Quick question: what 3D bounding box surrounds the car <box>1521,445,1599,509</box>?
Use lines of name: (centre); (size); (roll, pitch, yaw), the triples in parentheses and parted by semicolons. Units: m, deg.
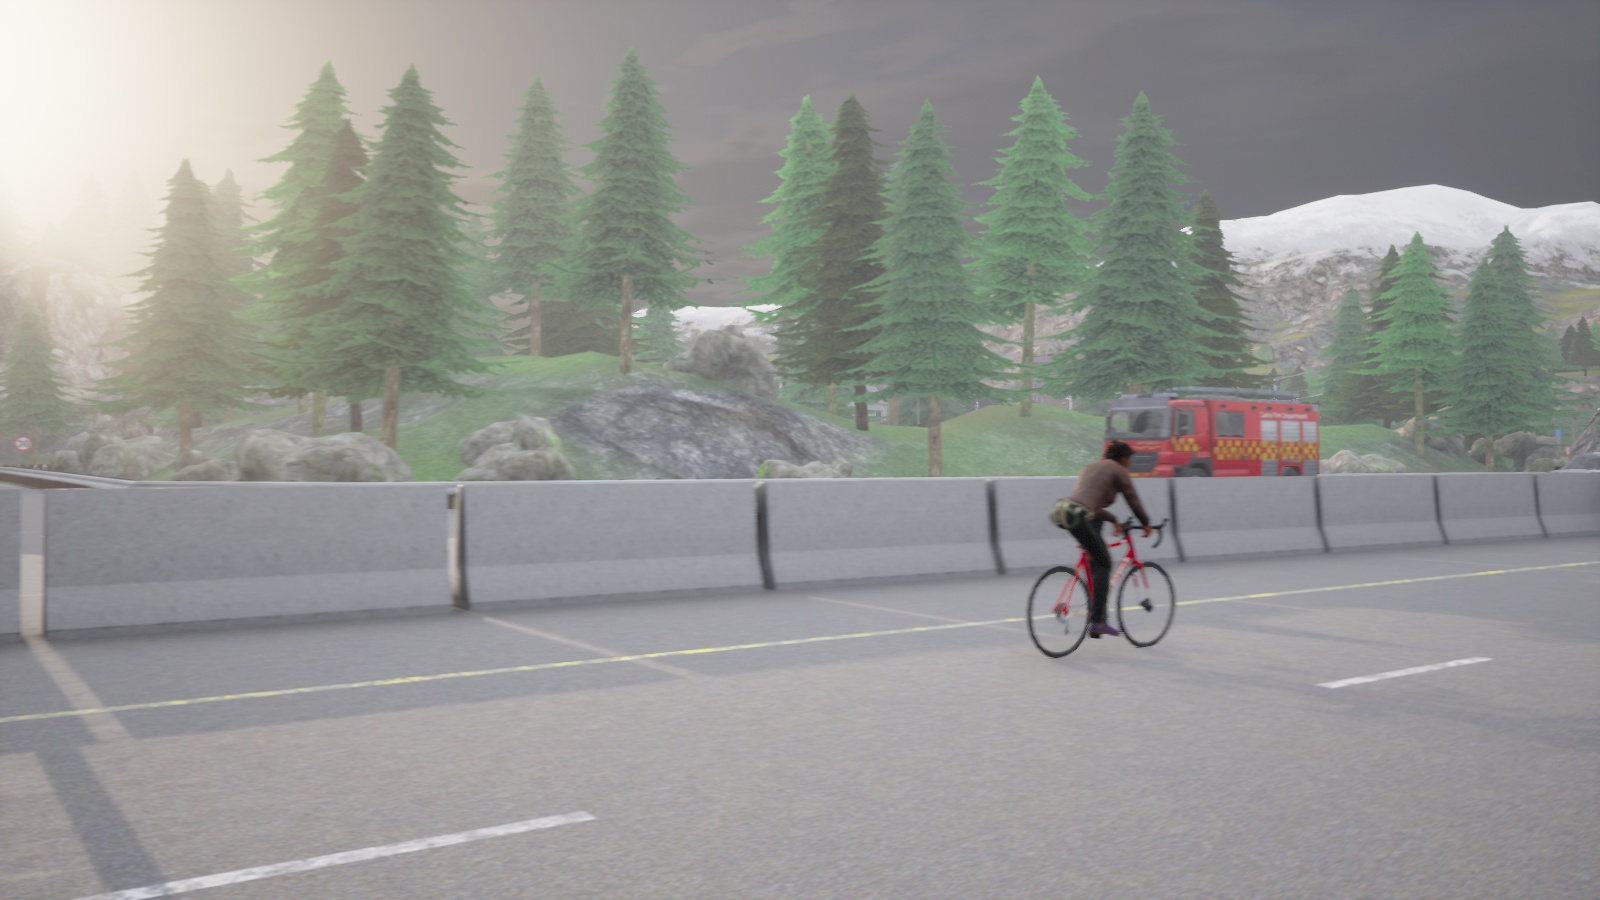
car: (23.410, 0.746, 36.922); (4.553, 1.767, 2.097); (0, 0, -35)

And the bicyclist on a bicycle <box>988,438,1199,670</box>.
bicyclist on a bicycle: (2.237, 0.734, 9.480); (1.656, 1.620, 0.582); (1, -1, -35)

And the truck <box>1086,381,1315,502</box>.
truck: (13.845, -0.252, 43.075); (8.468, 3.827, 2.891); (0, 0, -35)
